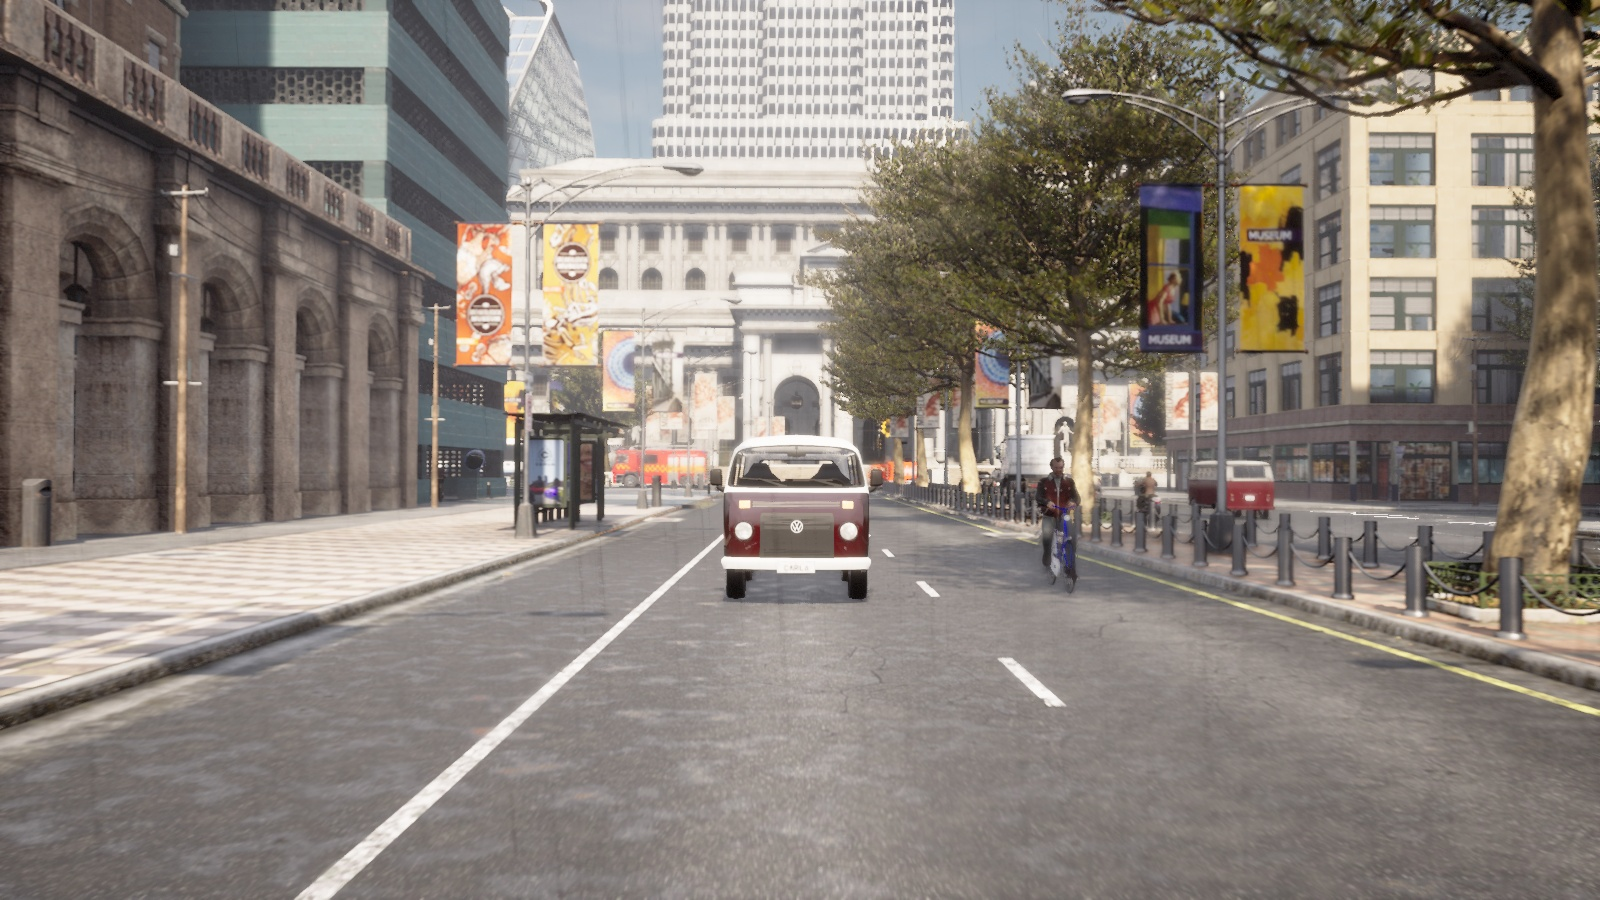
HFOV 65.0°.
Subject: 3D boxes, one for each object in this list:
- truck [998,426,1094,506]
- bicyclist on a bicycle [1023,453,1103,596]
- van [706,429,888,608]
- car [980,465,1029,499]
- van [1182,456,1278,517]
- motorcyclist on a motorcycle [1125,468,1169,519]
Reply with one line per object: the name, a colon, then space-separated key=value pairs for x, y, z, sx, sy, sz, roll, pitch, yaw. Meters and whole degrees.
truck: x=11.353 y=0.771 z=58.790 sx=2.891 sy=3.462 sz=7.936 roll=0 pitch=-1 yaw=0
bicyclist on a bicycle: x=3.459 y=0.950 z=16.637 sx=0.659 sy=1.776 sz=1.843 roll=0 pitch=-1 yaw=0
van: x=-0.042 y=0.815 z=16.545 sx=2.069 sy=2.038 sz=4.480 roll=0 pitch=-1 yaw=0
car: x=11.330 y=1.756 z=69.867 sx=1.932 sy=1.855 sz=4.605 roll=0 pitch=-1 yaw=0
van: x=14.892 y=1.240 z=43.739 sx=1.775 sy=1.987 sz=4.442 roll=0 pitch=-1 yaw=0
motorcyclist on a motorcycle: x=11.399 y=1.411 z=41.304 sx=0.766 sy=1.649 sz=2.350 roll=0 pitch=-1 yaw=0
